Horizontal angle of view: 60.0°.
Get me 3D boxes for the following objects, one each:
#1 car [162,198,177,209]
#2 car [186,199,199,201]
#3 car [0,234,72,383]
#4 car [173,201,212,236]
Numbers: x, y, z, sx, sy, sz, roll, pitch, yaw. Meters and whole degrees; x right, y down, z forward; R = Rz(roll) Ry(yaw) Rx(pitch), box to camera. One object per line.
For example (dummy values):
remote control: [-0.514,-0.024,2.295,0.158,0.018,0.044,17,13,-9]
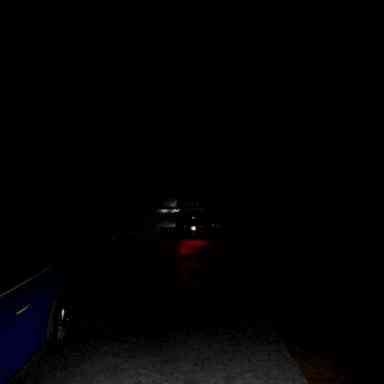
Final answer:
car: [-2.990,1.579,45.138,1.812,1.442,4.674,0,0,0]
car: [0.003,1.486,35.795,2.128,1.511,4.902,0,0,0]
car: [-2.854,1.350,3.114,2.097,1.767,4.553,0,0,0]
car: [0.072,1.491,18.496,1.837,1.490,4.892,0,0,0]
